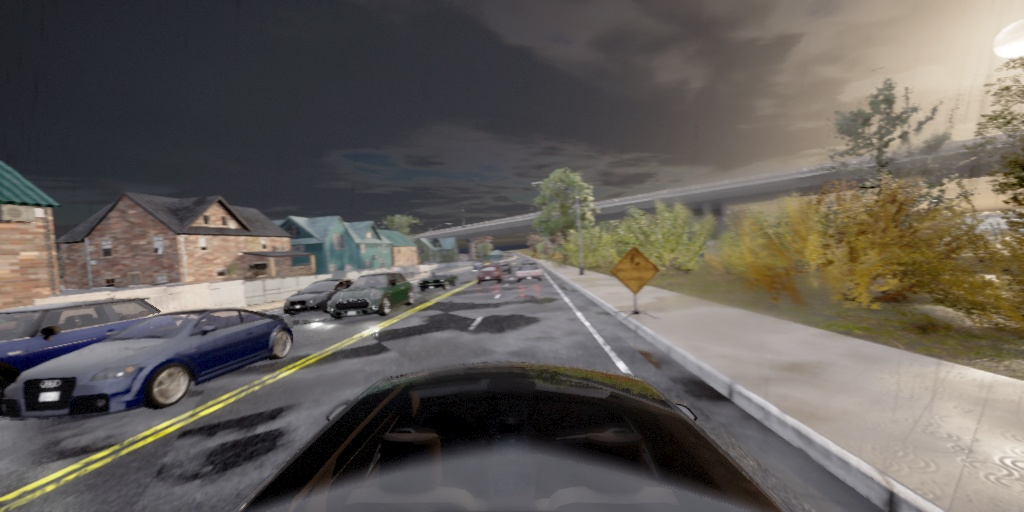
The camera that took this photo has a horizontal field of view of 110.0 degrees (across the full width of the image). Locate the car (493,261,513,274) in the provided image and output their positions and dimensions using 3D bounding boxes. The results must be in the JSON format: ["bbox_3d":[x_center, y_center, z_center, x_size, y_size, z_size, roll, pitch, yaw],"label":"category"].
[{"bbox_3d":[-1.002,1.441,43.887,2.128,1.511,4.902,-4,0,3],"label":"car"}]

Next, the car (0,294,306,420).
[{"bbox_3d":[-6.339,1.767,6.970,1.994,1.385,4.181,-4,0,3],"label":"car"}]

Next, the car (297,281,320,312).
[{"bbox_3d":[-9.028,1.924,17.696,1.837,1.490,4.892,-4,0,3],"label":"car"}]

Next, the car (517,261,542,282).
[{"bbox_3d":[1.384,1.329,28.657,1.895,1.301,4.718,-4,0,3],"label":"car"}]

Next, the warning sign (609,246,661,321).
[{"bbox_3d":[3.263,0.657,9.467,1.300,1.860,1.060,0,0,3],"label":"warning sign"}]

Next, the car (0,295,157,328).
[{"bbox_3d":[-9.586,1.781,7.219,2.097,1.767,4.553,-4,0,3],"label":"car"}]

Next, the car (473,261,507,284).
[{"bbox_3d":[-1.737,1.474,29.603,1.812,1.442,4.674,-4,0,3],"label":"car"}]

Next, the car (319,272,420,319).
[{"bbox_3d":[-5.906,1.547,15.602,2.097,1.767,4.553,-4,0,3],"label":"car"}]

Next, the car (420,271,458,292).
[{"bbox_3d":[-5.301,1.787,26.289,1.895,1.301,4.718,-4,0,3],"label":"car"}]
